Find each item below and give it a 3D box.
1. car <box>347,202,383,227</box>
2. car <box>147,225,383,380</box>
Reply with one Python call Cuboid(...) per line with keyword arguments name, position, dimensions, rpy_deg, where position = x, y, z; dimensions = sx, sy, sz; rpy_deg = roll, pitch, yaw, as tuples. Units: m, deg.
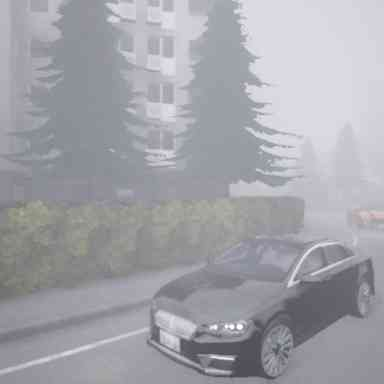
Cuboid(name="car", position=(11.860, 1.481, 22.161), dimensions=(2.097, 1.767, 4.553), rpy_deg=(0, 0, 13))
Cuboid(name="car", position=(1.502, 1.532, 5.716), dimensions=(4.902, 1.511, 2.128), rpy_deg=(0, 0, -44))
